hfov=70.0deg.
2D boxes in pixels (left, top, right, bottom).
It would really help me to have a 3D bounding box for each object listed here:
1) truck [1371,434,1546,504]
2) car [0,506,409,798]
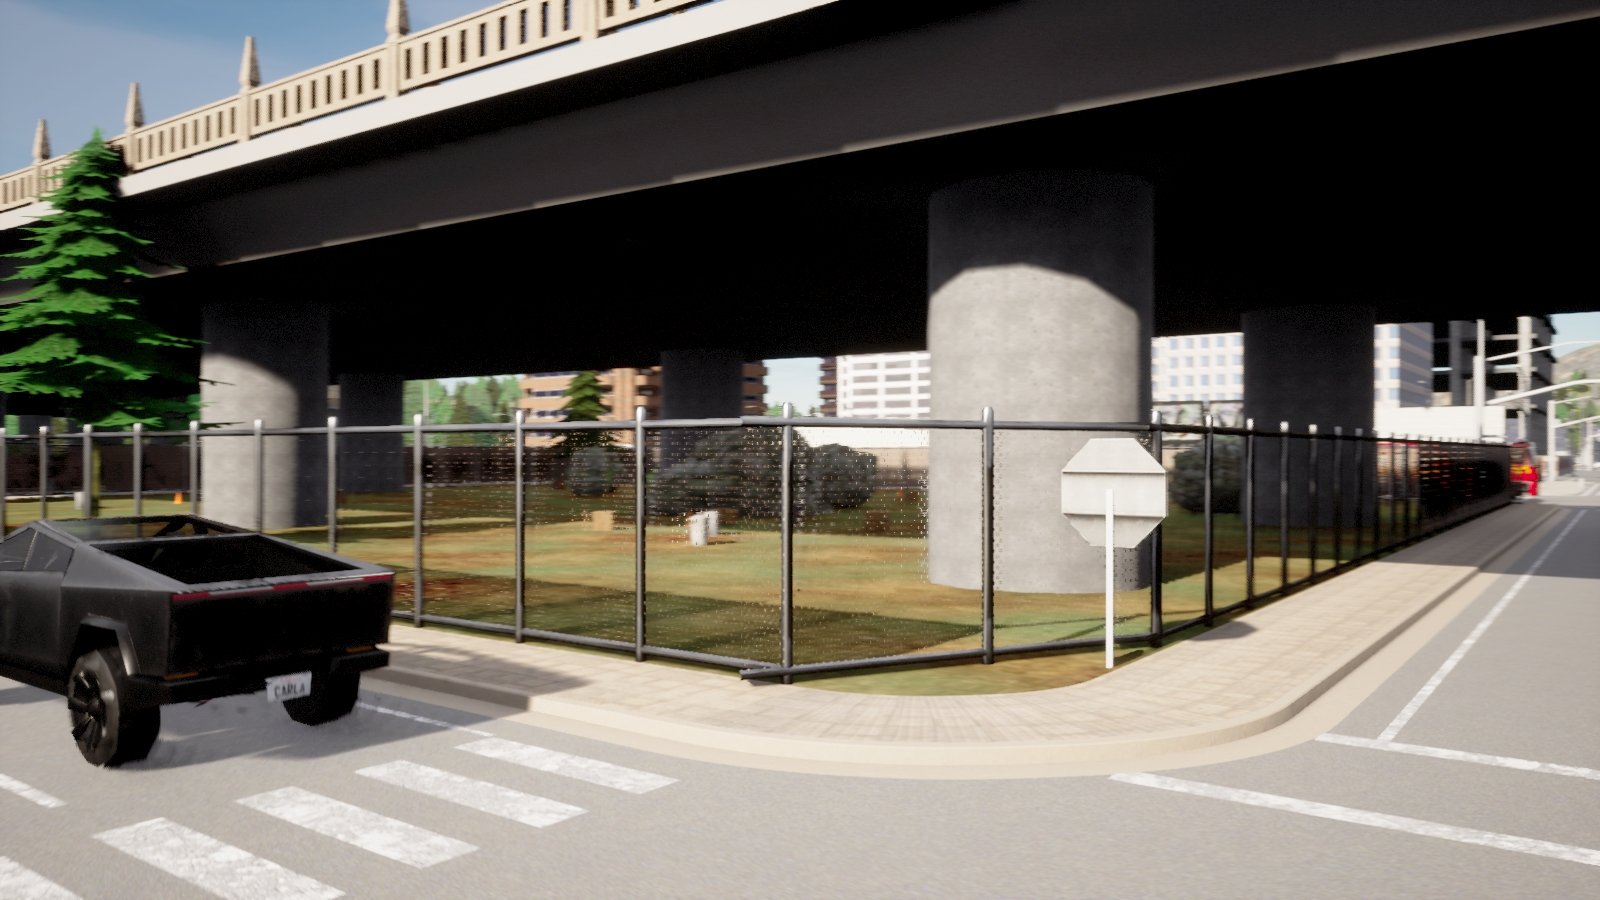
[{"bbox_3d":[37.841,1.039,65.802,8.468,3.827,2.891,0,0,36],"label":"truck"},{"bbox_3d":[-7.056,1.776,12.108,6.274,2.098,2.390,0,0,37],"label":"car"}]
